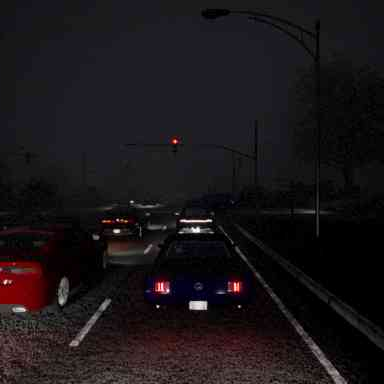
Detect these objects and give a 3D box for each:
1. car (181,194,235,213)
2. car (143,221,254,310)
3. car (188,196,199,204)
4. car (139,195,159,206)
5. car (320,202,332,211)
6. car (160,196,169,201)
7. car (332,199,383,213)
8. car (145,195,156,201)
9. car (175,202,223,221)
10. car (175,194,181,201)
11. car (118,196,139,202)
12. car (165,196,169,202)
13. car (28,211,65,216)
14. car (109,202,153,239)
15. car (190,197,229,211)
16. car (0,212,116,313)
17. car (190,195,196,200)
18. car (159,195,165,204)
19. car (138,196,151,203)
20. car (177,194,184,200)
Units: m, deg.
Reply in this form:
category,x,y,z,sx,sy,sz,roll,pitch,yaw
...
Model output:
category,x,y,z,sx,sy,sz,roll,pitch,yaw
car,1.953,1.224,36.825,5.566,2.045,2.150,0,0,3
car,0.119,1.601,7.761,1.895,1.301,4.718,0,0,0
car,0.255,1.491,66.002,2.128,1.511,4.902,0,0,0
car,-6.956,1.564,54.686,1.994,1.385,4.181,0,0,-1
car,17.612,1.524,39.417,4.674,1.442,1.812,0,0,3
car,-6.794,1.595,83.191,1.895,1.301,4.718,0,0,0
car,18.328,1.488,35.871,4.902,1.511,2.128,0,0,3
car,-10.295,1.540,82.824,2.033,1.411,5.357,0,0,0
car,0.151,1.491,17.023,2.128,1.511,4.902,0,0,-1
car,-3.289,1.532,84.646,2.033,1.411,5.357,0,0,0
car,-10.484,1.491,53.168,2.128,1.511,4.902,0,0,1
car,-6.821,1.478,73.208,1.882,1.535,5.008,0,0,0
car,-7.121,1.601,16.134,1.895,1.301,4.718,0,0,-1
car,-3.358,1.505,17.286,1.837,1.490,4.892,0,0,0
car,2.207,1.507,42.884,4.892,1.490,1.837,1,3,39
car,-3.382,1.478,7.788,1.882,1.535,5.008,0,0,0
car,0.275,1.500,94.752,1.837,1.490,4.892,0,0,1
car,-6.890,1.601,63.447,1.895,1.301,4.718,0,0,1
car,-10.322,1.540,72.520,2.033,1.411,5.357,0,0,0
car,-3.222,1.328,95.054,1.882,1.535,5.008,0,0,1
